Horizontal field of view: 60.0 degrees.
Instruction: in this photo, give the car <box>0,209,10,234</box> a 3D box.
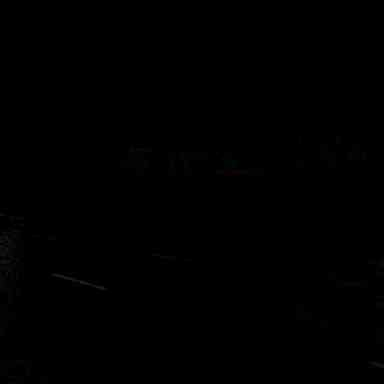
[{"bbox_3d":[-10.563,1.210,15.824,4.902,1.511,2.128,1,1,35],"label":"car"}]
